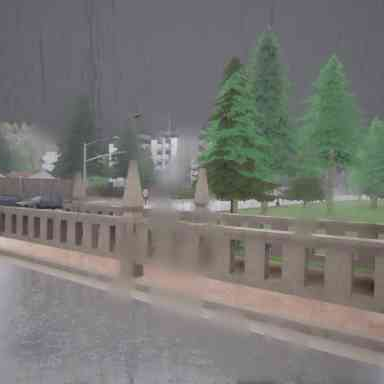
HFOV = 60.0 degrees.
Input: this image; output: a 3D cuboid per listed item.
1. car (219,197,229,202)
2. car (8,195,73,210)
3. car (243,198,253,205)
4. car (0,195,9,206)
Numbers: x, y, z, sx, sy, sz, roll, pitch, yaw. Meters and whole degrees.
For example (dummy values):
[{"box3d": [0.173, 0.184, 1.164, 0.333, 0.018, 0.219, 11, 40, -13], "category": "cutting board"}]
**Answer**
[{"box3d": [6.253, 1.179, 51.747, 1.895, 1.301, 4.718, 1, 1, 38], "category": "car"}, {"box3d": [-13.788, 1.041, 31.267, 2.033, 1.411, 5.357, 1, 1, 38], "category": "car"}, {"box3d": [9.150, 1.135, 49.770, 2.128, 1.511, 4.902, 1, 1, 38], "category": "car"}, {"box3d": [-17.843, 0.973, 31.726, 2.033, 1.411, 5.357, 1, 1, 37], "category": "car"}]
